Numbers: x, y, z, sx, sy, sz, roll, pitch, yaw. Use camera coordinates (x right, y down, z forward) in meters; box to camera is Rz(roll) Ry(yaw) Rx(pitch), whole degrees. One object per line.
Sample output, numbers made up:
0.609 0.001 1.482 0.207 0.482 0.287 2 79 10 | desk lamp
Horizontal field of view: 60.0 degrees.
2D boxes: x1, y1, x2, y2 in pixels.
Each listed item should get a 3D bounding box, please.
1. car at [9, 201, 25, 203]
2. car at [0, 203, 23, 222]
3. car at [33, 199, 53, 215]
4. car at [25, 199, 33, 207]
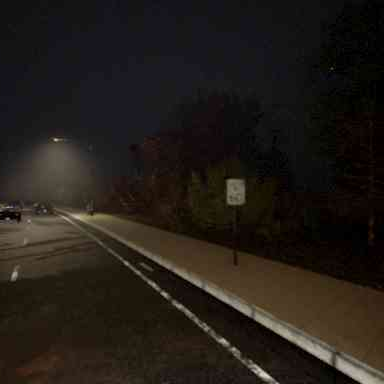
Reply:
-24.571 1.987 46.161 1.882 1.535 5.008 0 -1 -28 | car
-16.072 1.931 29.382 1.895 1.301 4.718 0 -1 -26 | car
-18.324 1.947 41.141 1.837 1.490 4.892 0 0 -27 | car
-33.329 2.252 68.629 2.128 1.511 4.902 0 -1 -30 | car
